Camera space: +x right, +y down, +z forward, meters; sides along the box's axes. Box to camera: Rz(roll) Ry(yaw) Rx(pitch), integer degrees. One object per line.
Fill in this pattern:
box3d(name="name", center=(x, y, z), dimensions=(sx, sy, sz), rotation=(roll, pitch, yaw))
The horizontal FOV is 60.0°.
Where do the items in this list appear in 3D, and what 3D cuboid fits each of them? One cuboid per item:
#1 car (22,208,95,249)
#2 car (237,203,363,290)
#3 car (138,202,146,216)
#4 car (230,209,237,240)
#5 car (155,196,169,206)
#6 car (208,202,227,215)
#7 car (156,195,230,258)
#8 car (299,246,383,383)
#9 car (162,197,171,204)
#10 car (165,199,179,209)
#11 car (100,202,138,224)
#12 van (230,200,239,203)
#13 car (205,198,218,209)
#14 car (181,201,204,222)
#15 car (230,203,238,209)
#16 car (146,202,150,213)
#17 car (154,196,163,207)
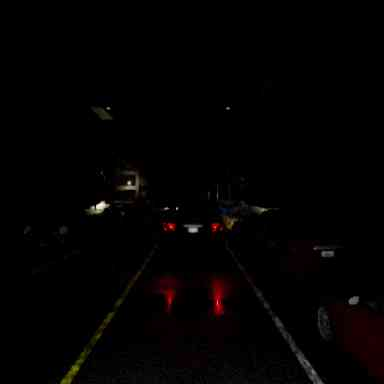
box3d(name="car", center=(-5.765, 1.516, 14.743), dimensions=(1.967, 1.590, 4.097), rotation=(0, 0, 0))
box3d(name="car", center=(2.762, 1.362, 9.159), dimensions=(2.192, 1.841, 5.009), rotation=(0, 0, 0))
box3d(name="car", center=(-5.771, 1.745, 31.547), dimensions=(1.802, 1.307, 4.206), rotation=(0, 0, 0))
box3d(name="car", center=(2.760, 1.658, 14.760), dimensions=(1.802, 1.307, 4.206), rotation=(0, 0, 0))
box3d(name="car", center=(-5.781, 1.659, 65.159), dimensions=(2.192, 1.841, 5.009), rotation=(0, 0, 0))
box3d(name="car", center=(2.752, 1.775, 37.168), dimensions=(1.802, 1.307, 4.206), rotation=(0, 0, 0))
box3d(name="car", center=(0.060, 1.291, 13.147), dimensions=(2.150, 2.045, 5.566), rotation=(0, 0, 0))
box3d(name="car", center=(2.764, 1.601, 3.556), dimensions=(1.802, 1.307, 4.206), rotation=(0, 0, 0))
box3d(name="car", center=(-5.785, 1.930, 76.191), dimensions=(1.752, 1.417, 4.829), rotation=(0, 0, 0))
box3d(name="car", center=(-3.089, 1.841, 52.874), dimensions=(1.994, 1.385, 4.181), rotation=(0, 0, 0))
box3d(name="car", center=(-5.769, 1.574, 25.947), dimensions=(1.967, 1.590, 4.097), rotation=(0, 0, 0))
box3d(name="van", center=(2.757, 1.475, 25.965), dimensions=(1.690, 1.788, 3.998), rotation=(0, 0, 0))
box3d(name="car", center=(2.983, 1.727, 51.790), dimensions=(1.801, 1.575, 5.366), rotation=(0, 0, 0))
box3d(name="car", center=(0.061, 1.658, 29.386), dimensions=(1.837, 1.490, 4.892), rotation=(0, 0, 0))
box3d(name="car", center=(2.758, 1.631, 20.532), dimensions=(1.752, 1.417, 4.829), rotation=(0, 0, 0))
box3d(name="car", center=(-5.773, 1.758, 37.149), dimensions=(1.947, 1.339, 4.313), rotation=(0, 0, 0))
box3d(name="car", center=(-5.780, 1.858, 59.556), dimensions=(1.887, 1.381, 4.507), rotation=(0, 0, 0))
